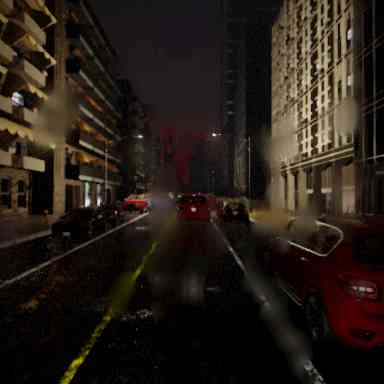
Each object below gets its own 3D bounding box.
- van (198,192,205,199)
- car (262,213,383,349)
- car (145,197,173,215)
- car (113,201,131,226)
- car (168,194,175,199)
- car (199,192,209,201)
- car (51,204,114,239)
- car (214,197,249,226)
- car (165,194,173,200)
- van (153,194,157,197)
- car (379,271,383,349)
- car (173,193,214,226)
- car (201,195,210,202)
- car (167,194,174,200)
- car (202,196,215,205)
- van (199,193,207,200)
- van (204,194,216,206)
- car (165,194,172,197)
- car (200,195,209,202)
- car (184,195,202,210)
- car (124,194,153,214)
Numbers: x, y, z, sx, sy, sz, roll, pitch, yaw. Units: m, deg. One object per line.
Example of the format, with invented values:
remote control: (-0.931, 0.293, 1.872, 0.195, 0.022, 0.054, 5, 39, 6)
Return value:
van: (2.696, 1.038, 94.253, 1.690, 1.788, 3.998, 1, 0, 0)
car: (2.708, 1.296, 6.169, 2.192, 1.841, 5.009, 1, 0, 0)
car: (-3.100, 1.459, 32.999, 1.994, 1.385, 4.181, 0, 0, 0)
car: (-5.646, 1.510, 22.717, 1.802, 1.307, 4.206, 1, 0, 0)
car: (-5.688, 1.222, 94.058, 1.752, 1.417, 4.829, 1, 0, 0)
car: (2.698, 1.065, 77.729, 2.192, 1.841, 5.009, 1, 0, 0)
car: (-5.645, 1.511, 17.170, 1.947, 1.339, 4.313, 1, 0, 0)
car: (2.704, 1.368, 22.812, 1.967, 1.590, 4.097, 1, 0, 0)
car: (-5.686, 1.258, 83.035, 1.752, 1.417, 4.829, 1, 0, 0)
van: (-5.644, 1.198, 44.902, 1.690, 1.788, 3.998, 1, 0, 0)
car: (2.705, 1.523, 0.792, 1.752, 1.417, 4.829, 1, 0, 0)
car: (0.097, 1.151, 22.785, 2.150, 2.045, 5.566, 0, 0, 0)
car: (2.695, 1.366, 67.195, 1.802, 1.307, 4.206, 1, 0, 0)
car: (-5.687, 1.240, 88.548, 1.752, 1.417, 4.829, 1, 0, 0)
car: (2.697, 1.365, 56.099, 1.887, 1.381, 4.507, 1, 0, 0)
van: (2.697, 1.073, 83.237, 1.690, 1.788, 3.998, 1, 0, 0)
van: (2.702, 1.180, 50.551, 1.690, 1.788, 3.998, 1, 0, 0)
car: (-5.652, 1.366, 67.090, 1.802, 1.307, 4.206, 1, 0, 0)
car: (2.694, 1.350, 72.223, 1.802, 1.307, 4.206, 1, 0, 0)
car: (0.093, 1.219, 41.492, 2.097, 1.767, 4.553, 0, 0, 0)
car: (-5.642, 1.207, 33.809, 2.192, 1.841, 5.009, 1, 0, 0)
